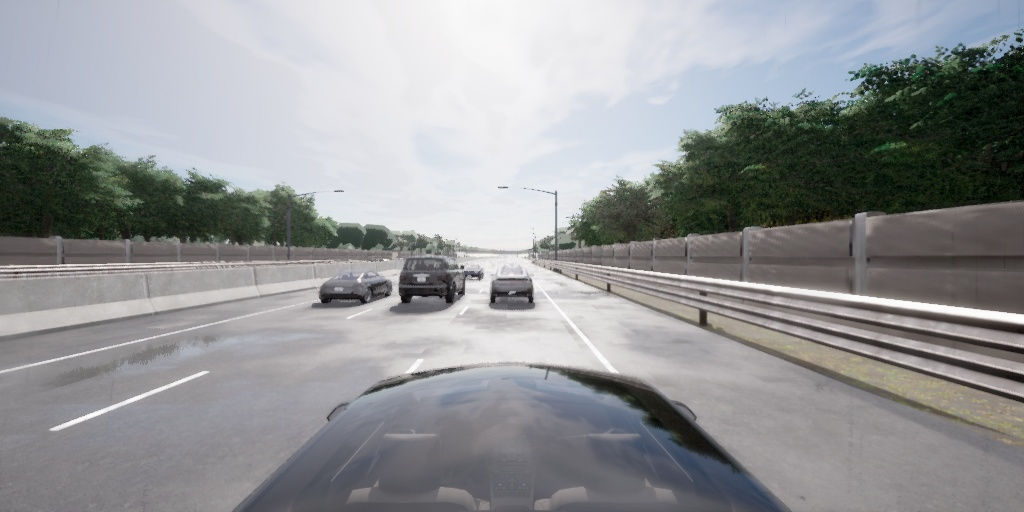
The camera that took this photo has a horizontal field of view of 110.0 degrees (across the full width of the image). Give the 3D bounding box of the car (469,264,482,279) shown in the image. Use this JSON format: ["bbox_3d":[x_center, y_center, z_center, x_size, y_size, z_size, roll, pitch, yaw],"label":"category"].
[{"bbox_3d":[-3.500,1.352,31.534,1.895,1.301,4.718,0,0,0],"label":"car"}]

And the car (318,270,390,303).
[{"bbox_3d":[-7.000,1.316,16.503,1.994,1.385,4.181,0,0,0],"label":"car"}]

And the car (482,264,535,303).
[{"bbox_3d":[0.000,1.238,16.503,2.128,1.511,4.902,0,0,0],"label":"car"}]

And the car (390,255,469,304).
[{"bbox_3d":[-3.500,1.001,16.532,2.150,2.045,5.566,0,0,0],"label":"car"}]
